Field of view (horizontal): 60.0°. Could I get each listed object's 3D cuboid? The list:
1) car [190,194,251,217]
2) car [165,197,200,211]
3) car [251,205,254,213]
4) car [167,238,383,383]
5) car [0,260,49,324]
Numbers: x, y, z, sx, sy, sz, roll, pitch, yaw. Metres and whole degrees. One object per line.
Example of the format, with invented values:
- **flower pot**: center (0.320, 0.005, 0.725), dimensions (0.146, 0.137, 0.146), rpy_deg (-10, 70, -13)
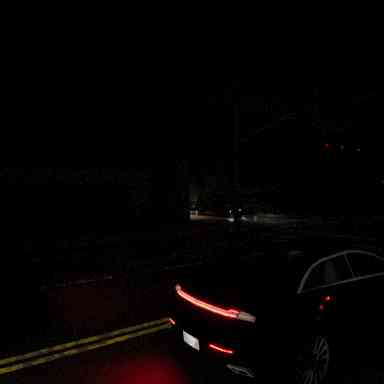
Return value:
- **car**: center (2.546, 1.221, 31.277), dimensions (2.150, 2.045, 5.566), rpy_deg (0, 0, -36)
- **car**: center (-1.274, 1.491, 42.241), dimensions (2.128, 1.511, 4.902), rpy_deg (0, 0, -37)
- **car**: center (4.264, 1.478, 34.820), dimensions (1.882, 1.535, 5.008), rpy_deg (0, 0, -37)
- **car**: center (1.964, 1.492, 5.231), dimensions (4.902, 1.511, 2.128), rpy_deg (0, 0, -35)
- **car**: center (-4.805, 1.601, 4.876), dimensions (4.718, 1.301, 1.895), rpy_deg (0, 0, -36)
